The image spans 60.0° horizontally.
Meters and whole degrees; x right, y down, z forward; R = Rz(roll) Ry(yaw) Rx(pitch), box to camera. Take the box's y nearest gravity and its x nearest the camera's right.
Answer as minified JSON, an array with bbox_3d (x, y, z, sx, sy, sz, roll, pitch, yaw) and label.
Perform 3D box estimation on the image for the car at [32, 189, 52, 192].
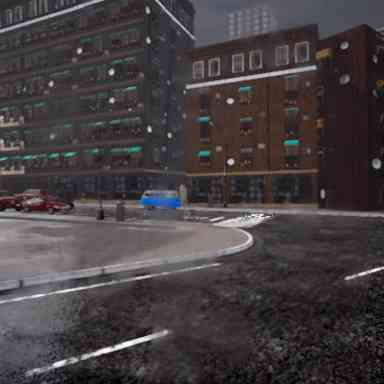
[{"bbox_3d":[-18.339,0.573,38.733,5.009,1.841,2.192,1,0,24],"label":"car"}]

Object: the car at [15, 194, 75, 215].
[{"bbox_3d":[-11.657,1.083,26.482,4.206,1.307,1.802,1,0,24],"label":"car"}]

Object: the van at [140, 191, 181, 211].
[{"bbox_3d":[-2.962,0.801,31.732,3.998,1.788,1.690,1,0,24],"label":"van"}]

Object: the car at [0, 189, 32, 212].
[{"bbox_3d":[-16.779,0.749,28.816,5.009,1.841,2.192,1,0,24],"label":"car"}]

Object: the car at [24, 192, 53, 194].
[{"bbox_3d":[-12.505,1.007,29.701,4.181,1.385,1.994,1,1,24],"label":"car"}]
